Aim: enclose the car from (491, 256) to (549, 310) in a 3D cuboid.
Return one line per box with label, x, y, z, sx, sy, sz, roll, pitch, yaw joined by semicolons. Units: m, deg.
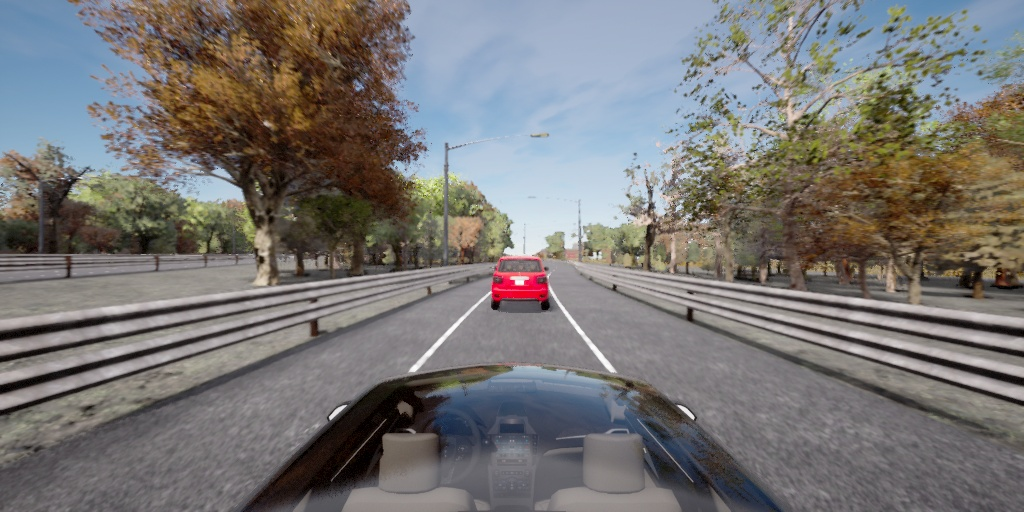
car;0.393;1.032;15.304;2.150;2.045;5.566;0;0;3
